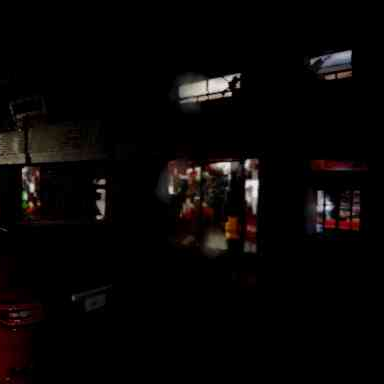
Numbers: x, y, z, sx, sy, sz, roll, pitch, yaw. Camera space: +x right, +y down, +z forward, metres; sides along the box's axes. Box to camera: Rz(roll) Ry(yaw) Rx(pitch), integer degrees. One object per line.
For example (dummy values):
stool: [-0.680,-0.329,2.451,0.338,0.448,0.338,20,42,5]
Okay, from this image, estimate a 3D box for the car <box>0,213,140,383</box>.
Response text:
car: [-2.989,1.252,5.008,5.009,1.841,2.192,1,1,36]
